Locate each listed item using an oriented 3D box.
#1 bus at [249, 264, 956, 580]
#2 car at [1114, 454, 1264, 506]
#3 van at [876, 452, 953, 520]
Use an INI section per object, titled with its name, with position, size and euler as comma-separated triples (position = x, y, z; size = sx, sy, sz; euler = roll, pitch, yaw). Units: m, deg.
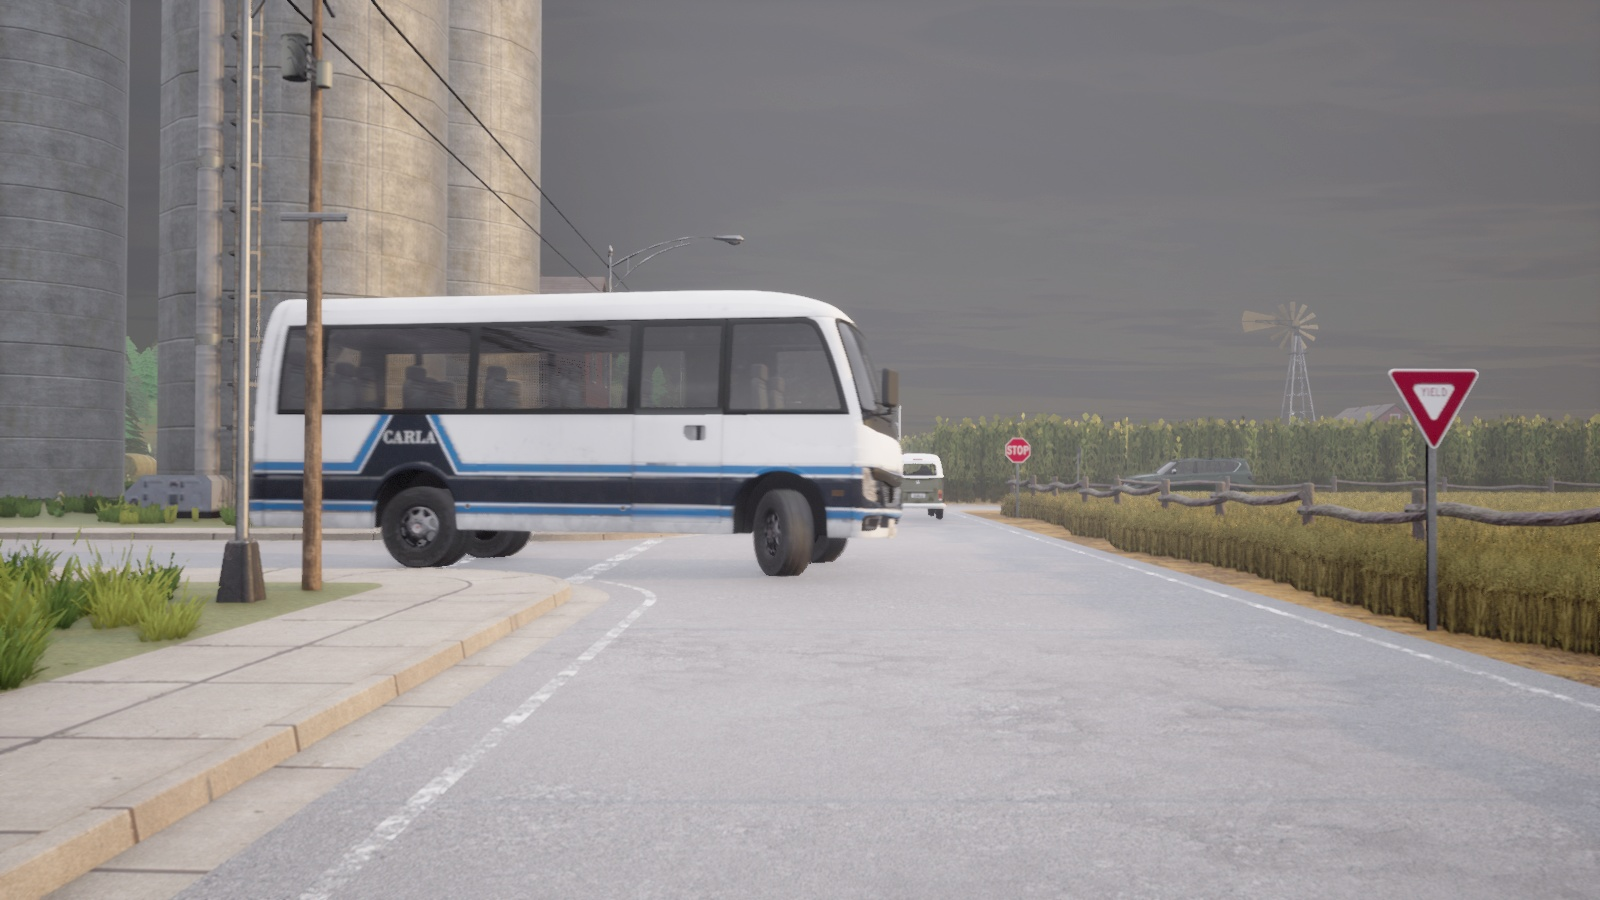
[bus]
position = -2.867, -0.265, 19.915
size = 10.273, 4.253, 3.944
euler = 0, -3, 12
[car]
position = 16.138, 1.221, 52.348
size = 5.566, 2.045, 2.150
euler = -1, -1, 0
[van]
position = 3.606, 1.109, 40.359
size = 2.069, 2.038, 4.480
euler = 0, 0, 0
